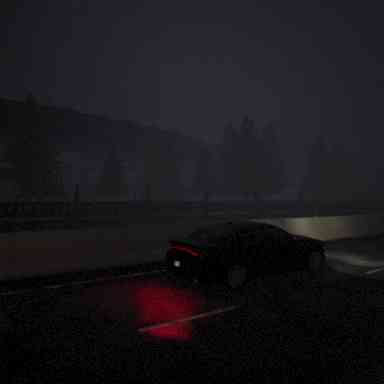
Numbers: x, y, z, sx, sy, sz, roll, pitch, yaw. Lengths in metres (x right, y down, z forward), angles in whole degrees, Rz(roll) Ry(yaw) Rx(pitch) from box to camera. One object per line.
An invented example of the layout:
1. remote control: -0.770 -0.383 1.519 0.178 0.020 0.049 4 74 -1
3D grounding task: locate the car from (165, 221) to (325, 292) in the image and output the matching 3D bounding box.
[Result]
1. car: 1.671 1.548 9.256 5.008 1.535 1.882 0 0 -35
